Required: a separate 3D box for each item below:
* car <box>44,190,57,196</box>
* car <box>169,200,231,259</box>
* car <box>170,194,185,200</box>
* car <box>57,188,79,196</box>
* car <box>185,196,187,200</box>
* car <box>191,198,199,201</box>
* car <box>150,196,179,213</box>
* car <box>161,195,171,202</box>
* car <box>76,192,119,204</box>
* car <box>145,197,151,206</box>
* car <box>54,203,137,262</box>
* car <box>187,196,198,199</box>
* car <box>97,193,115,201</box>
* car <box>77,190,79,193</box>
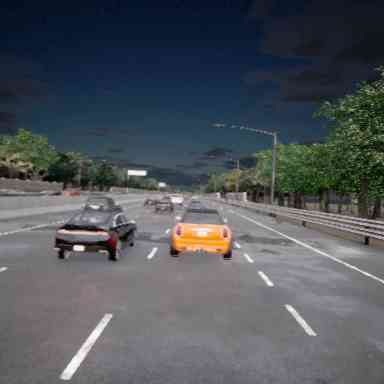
[{"bbox_3d":[-27.399,0.359,65.572,1.882,1.535,5.008,3,0,0],"label":"car"},{"bbox_3d":[0.356,1.434,13.381,2.097,1.767,4.553,3,0,0],"label":"car"},{"bbox_3d":[-2.930,1.413,61.942,2.150,2.045,5.566,3,0,0],"label":"car"},{"bbox_3d":[-23.890,0.292,65.533,2.150,2.045,5.566,3,0,0],"label":"car"},{"bbox_3d":[-2.889,1.864,83.158,1.812,1.442,4.674,3,0,0],"label":"car"},{"bbox_3d":[0.463,1.747,34.657,2.033,1.411,5.357,3,0,0],"label":"car"},{"bbox_3d":[-3.020,1.522,37.258,2.128,1.511,4.902,3,0,0],"label":"car"},{"bbox_3d":[-6.385,1.649,82.352,1.837,1.490,4.892,3,0,0],"label":"car"},{"bbox_3d":[-6.568,1.122,24.495,2.097,1.767,4.553,3,0,0],"label":"car"},{"bbox_3d":[-6.465,1.473,53.422,1.812,1.442,4.674,3,0,0],"label":"car"},{"bbox_3d":[-3.157,1.380,11.772,2.128,1.511,4.902,3,0,0],"label":"car"},{"bbox_3d":[0.532,1.888,56.745,2.033,1.411,5.357,3,0,0],"label":"car"},{"bbox_3d":[-16.918,0.958,65.550,2.128,1.511,4.902,3,0,0],"label":"car"},{"bbox_3d":[-20.410,0.752,65.551,1.837,1.490,4.892,3,0,0],"label":"car"}]
